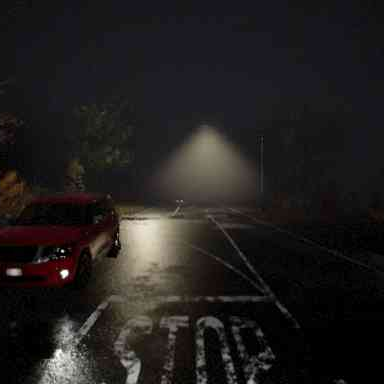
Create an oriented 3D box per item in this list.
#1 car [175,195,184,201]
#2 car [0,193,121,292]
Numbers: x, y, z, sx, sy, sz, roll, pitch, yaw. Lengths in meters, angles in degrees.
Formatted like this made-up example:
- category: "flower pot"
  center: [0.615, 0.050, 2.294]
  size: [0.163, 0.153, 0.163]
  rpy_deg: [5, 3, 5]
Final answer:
- category: "car"
  center: [-3.101, 1.523, 83.178]
  size: [1.994, 1.385, 4.181]
  rpy_deg: [0, 0, 6]
- category: "car"
  center: [-3.494, 1.127, 9.287]
  size: [2.150, 2.045, 5.566]
  rpy_deg: [0, 2, 0]
